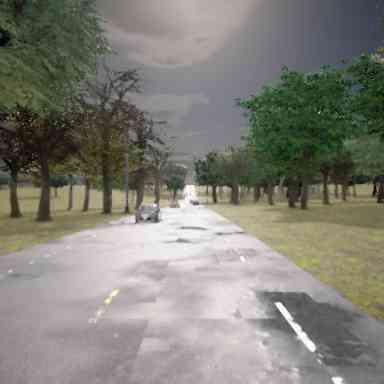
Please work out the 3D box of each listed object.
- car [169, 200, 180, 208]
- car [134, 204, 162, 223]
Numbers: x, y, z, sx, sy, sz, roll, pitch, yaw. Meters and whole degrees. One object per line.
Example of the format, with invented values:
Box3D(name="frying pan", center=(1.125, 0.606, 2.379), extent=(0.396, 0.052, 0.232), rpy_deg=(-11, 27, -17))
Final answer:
Box3D(name="car", center=(-3.490, 2.432, 68.267), extent=(2.097, 1.767, 4.553), rpy_deg=(0, -1, 0))
Box3D(name="car", center=(-3.592, 1.755, 27.933), extent=(2.128, 1.511, 4.902), rpy_deg=(0, -1, 0))
